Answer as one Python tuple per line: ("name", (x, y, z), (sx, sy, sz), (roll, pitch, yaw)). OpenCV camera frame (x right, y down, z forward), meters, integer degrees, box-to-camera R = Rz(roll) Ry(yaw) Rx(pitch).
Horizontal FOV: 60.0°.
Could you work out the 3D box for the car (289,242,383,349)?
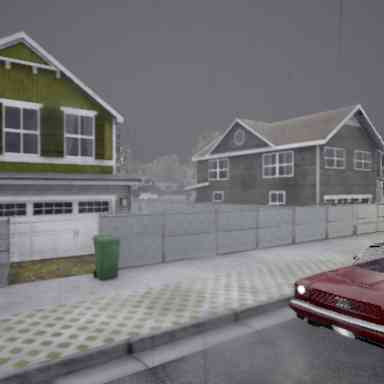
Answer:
("car", (3.858, 1.598, 5.825), (4.718, 1.301, 1.895), (0, 0, -36))
